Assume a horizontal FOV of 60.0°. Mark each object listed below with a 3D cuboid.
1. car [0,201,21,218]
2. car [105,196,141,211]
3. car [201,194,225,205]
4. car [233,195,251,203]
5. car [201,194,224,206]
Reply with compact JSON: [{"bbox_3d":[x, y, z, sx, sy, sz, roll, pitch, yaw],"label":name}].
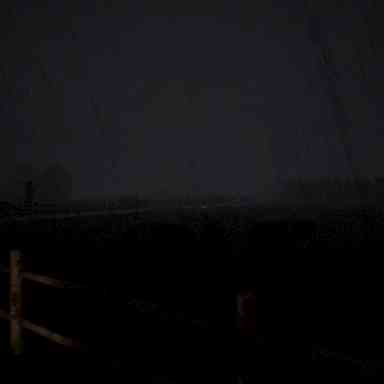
[{"bbox_3d":[-16.967,1.472,27.721,1.882,1.535,5.008,-1,0,34],"label":"car"},{"bbox_3d":[-8.324,1.283,40.324,2.097,1.767,4.553,-1,0,35],"label":"car"},{"bbox_3d":[3.607,1.187,57.496,2.097,1.767,4.553,-1,0,35],"label":"car"},{"bbox_3d":[9.163,1.281,60.717,1.837,1.490,4.892,-1,0,35],"label":"car"},{"bbox_3d":[3.297,1.333,52.106,1.837,1.490,4.892,-1,0,35],"label":"car"}]
